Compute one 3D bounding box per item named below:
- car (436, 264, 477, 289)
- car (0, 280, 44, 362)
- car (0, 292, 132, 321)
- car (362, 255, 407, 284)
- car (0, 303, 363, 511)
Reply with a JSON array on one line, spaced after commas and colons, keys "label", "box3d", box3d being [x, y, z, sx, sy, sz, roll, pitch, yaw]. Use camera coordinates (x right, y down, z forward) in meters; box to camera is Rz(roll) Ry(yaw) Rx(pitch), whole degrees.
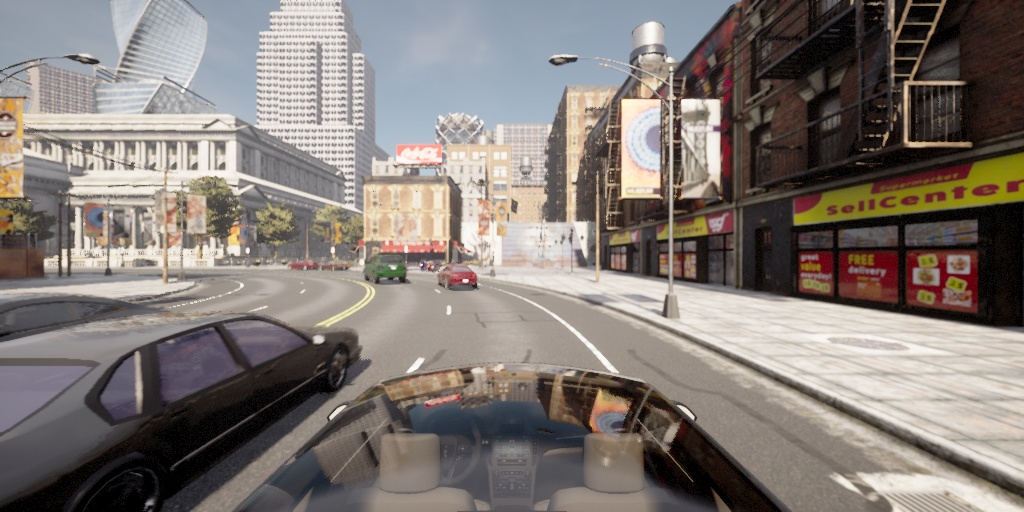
[{"label": "car", "box3d": [-3.534, 1.253, 22.666, 1.812, 1.442, 4.674, 0, 0, -22]}, {"label": "car", "box3d": [-10.663, 1.239, 4.919, 2.128, 1.511, 4.902, 0, 0, -1]}, {"label": "car", "box3d": [-7.178, 1.272, 4.849, 1.812, 1.442, 4.674, 0, 0, -1]}, {"label": "car", "box3d": [-9.682, 0.942, 27.112, 2.150, 2.045, 5.566, 0, 0, -33]}, {"label": "car", "box3d": [-3.421, 1.295, 3.611, 2.033, 1.411, 5.357, 0, 0, -1]}]
